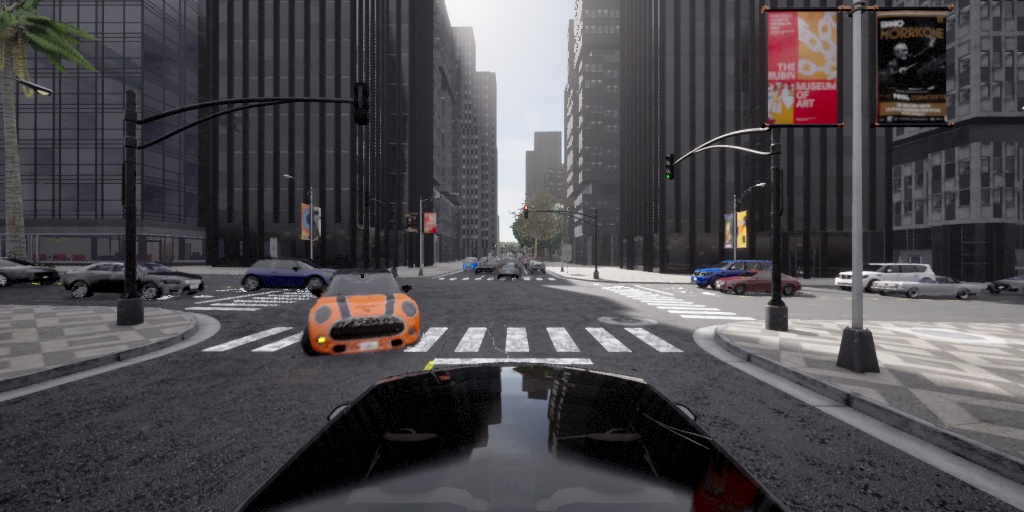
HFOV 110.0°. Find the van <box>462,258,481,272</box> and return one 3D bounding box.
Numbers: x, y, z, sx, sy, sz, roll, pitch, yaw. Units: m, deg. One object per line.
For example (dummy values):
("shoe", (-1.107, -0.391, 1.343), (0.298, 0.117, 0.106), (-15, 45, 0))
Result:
("van", (-5.482, 1.101, 47.366), (1.690, 1.789, 3.998), (0, 0, 1))

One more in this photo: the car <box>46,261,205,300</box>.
("car", (-15.733, 0.980, 15.077), (4.902, 1.511, 2.128), (1, 0, 2))

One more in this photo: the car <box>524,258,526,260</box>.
("car", (3.097, 1.312, 52.796), (2.007, 1.370, 4.403), (0, 0, 1))

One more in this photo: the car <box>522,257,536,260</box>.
("car", (3.152, 1.079, 58.309), (2.192, 1.841, 5.009), (0, 0, 1))

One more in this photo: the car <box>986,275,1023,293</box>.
("car", (35.928, 2.022, 24.853), (4.181, 1.385, 1.994), (1, 0, 0))

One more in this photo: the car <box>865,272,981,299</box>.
("car", (24.824, 1.841, 21.660), (4.718, 1.301, 1.895), (1, 0, 0))

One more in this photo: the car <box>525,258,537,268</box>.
("car", (3.044, 1.285, 47.453), (1.751, 1.417, 4.829), (0, 0, 1))

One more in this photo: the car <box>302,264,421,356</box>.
("car", (-3.629, 1.103, 8.802), (2.097, 1.767, 4.553), (-1, 0, -25))

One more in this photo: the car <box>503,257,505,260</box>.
("car", (-2.682, 1.270, 59.519), (1.837, 1.490, 4.892), (0, 0, 1))

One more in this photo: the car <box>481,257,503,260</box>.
("car", (-2.789, 1.113, 49.269), (2.097, 1.767, 4.553), (0, 0, 1))

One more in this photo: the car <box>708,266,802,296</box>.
("car", (14.844, 1.579, 21.701), (4.674, 1.442, 1.812), (1, 0, 0))

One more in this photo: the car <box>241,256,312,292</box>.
("car", (-11.228, 0.927, 18.688), (4.553, 1.767, 2.097), (1, 0, -4))

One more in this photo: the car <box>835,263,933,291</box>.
("car", (25.887, 1.488, 24.904), (5.566, 2.045, 2.150), (1, 0, 0))

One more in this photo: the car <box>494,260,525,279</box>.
("car", (-0.189, 1.325, 32.978), (1.994, 1.385, 4.181), (0, 0, 5))

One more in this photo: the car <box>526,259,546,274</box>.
("car", (2.988, 1.308, 41.771), (2.007, 1.370, 4.403), (0, 0, 1))

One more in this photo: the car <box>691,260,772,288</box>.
("car", (15.530, 1.294, 24.943), (5.566, 2.045, 2.150), (1, 0, 0))

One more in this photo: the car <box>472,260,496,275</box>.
("car", (-2.896, 1.358, 38.986), (1.895, 1.301, 4.718), (0, 0, 1))

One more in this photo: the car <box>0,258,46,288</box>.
("car", (-26.389, 0.813, 18.421), (4.892, 1.490, 1.837), (1, 0, 0))
